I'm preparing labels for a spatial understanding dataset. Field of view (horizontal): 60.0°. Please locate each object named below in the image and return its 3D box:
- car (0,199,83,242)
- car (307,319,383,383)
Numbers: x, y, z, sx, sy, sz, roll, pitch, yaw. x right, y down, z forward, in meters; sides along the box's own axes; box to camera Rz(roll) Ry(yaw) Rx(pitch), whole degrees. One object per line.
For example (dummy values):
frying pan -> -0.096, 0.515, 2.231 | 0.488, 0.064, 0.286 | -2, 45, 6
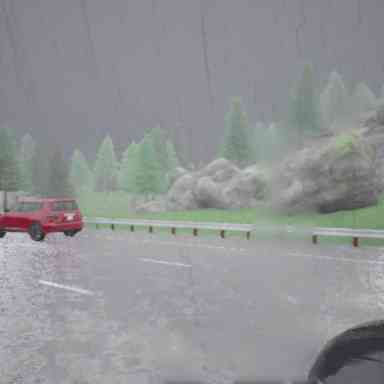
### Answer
car -> -8.216, 1.385, 17.536 | 5.566, 2.045, 2.150 | -1, 0, 31
car -> 3.124, 1.459, 1.684 | 4.902, 1.511, 2.128 | -1, 0, 36
